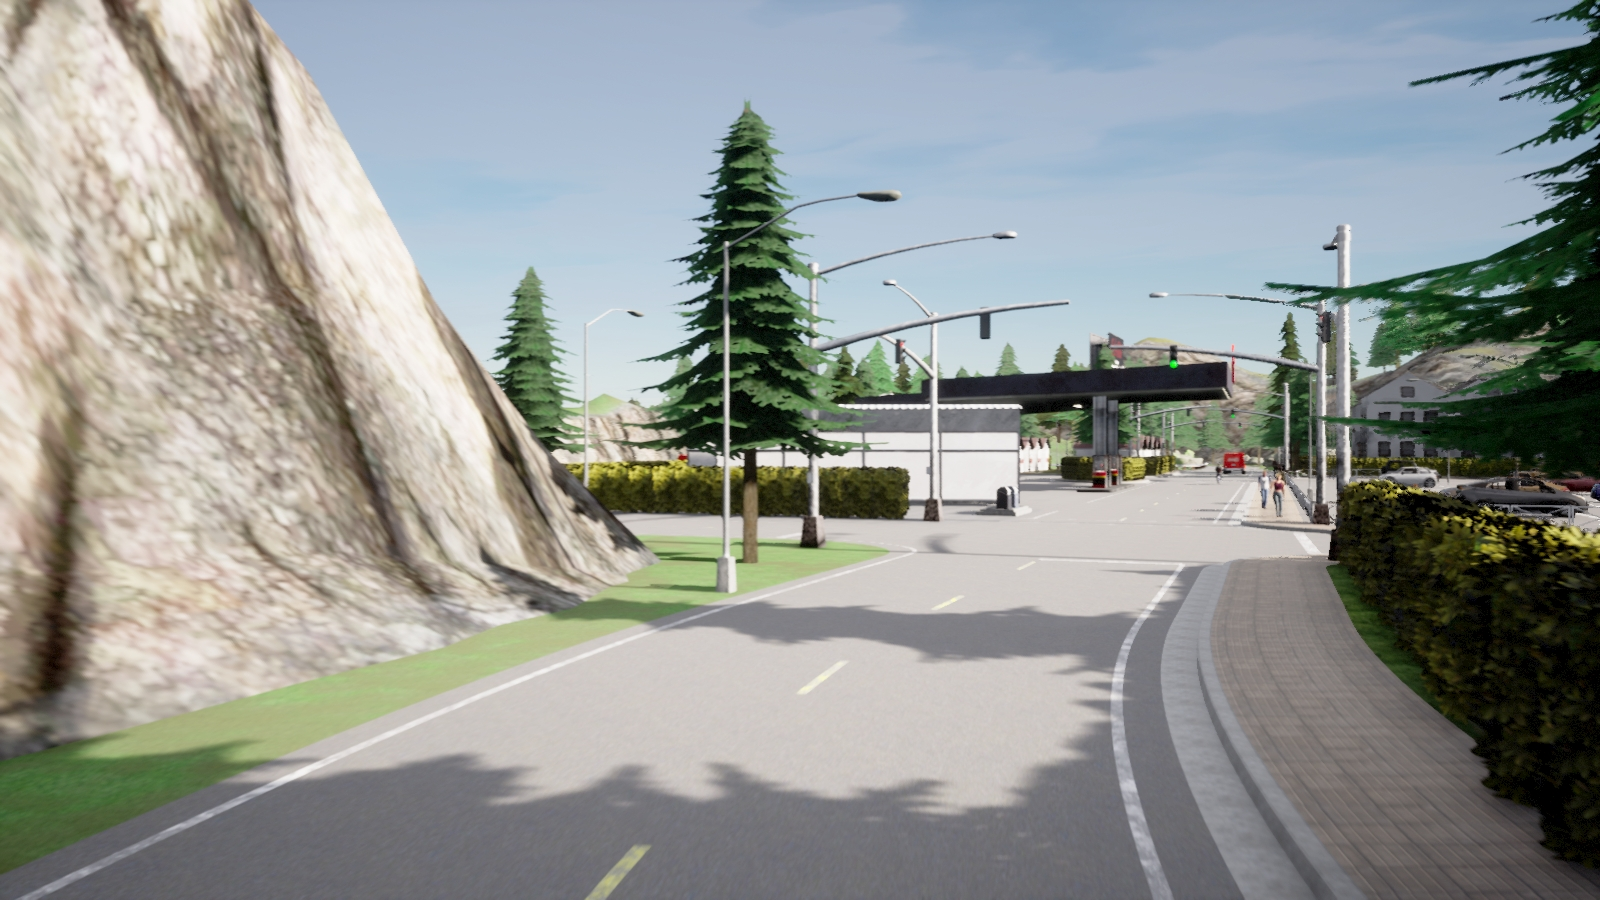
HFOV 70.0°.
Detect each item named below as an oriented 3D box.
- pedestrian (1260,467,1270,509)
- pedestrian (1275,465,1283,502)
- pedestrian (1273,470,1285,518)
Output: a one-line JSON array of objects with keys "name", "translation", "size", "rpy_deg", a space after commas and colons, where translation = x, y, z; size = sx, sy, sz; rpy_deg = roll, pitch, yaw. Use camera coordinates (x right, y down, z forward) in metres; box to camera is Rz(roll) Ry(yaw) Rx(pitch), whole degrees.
[{"name": "pedestrian", "translation": [20.817, 1.701, 51.145], "size": [0.375, 1.860, 0.375], "rpy_deg": [0, 0, 18]}, {"name": "pedestrian", "translation": [24.407, 1.701, 58.159], "size": [0.375, 1.860, 0.375], "rpy_deg": [0, 0, 23]}, {"name": "pedestrian", "translation": [18.651, 1.700, 44.503], "size": [0.375, 1.860, 0.375], "rpy_deg": [0, 0, 18]}]
